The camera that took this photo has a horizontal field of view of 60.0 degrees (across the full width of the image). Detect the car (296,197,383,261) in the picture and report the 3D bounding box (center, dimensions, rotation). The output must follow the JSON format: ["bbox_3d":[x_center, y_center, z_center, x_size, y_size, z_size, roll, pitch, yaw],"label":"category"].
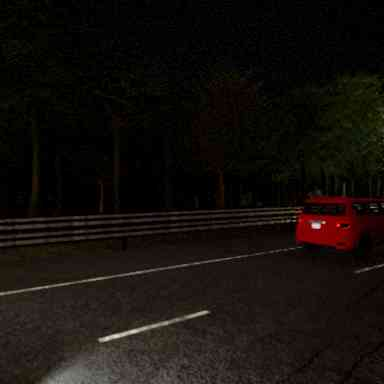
[{"bbox_3d":[6.278,1.209,12.524,5.566,2.045,2.150,0,0,-35],"label":"car"}]
